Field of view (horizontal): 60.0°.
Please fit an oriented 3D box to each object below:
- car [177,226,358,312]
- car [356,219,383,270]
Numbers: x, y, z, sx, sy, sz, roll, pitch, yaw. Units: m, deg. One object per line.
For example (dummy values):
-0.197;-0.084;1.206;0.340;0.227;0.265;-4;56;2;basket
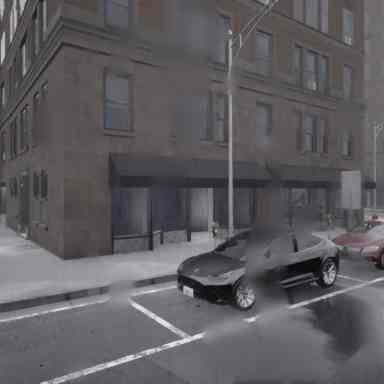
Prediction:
1.702;1.566;7.748;4.313;1.339;1.947;0;0;-35;car
6.180;1.582;10.942;4.206;1.307;1.802;0;0;-35;car
